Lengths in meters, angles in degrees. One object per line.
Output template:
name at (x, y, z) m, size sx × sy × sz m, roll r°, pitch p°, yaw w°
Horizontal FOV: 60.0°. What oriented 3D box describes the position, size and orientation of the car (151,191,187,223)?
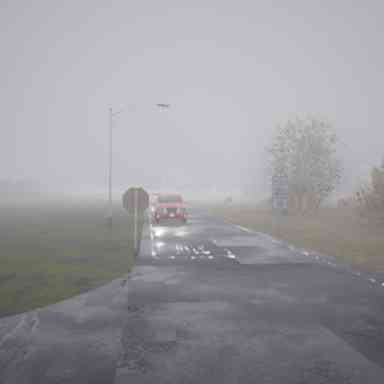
car at (-1.674, 1.143, 24.568) m, size 2.150 × 2.045 × 5.566 m, roll 0°, pitch 0°, yaw -8°
